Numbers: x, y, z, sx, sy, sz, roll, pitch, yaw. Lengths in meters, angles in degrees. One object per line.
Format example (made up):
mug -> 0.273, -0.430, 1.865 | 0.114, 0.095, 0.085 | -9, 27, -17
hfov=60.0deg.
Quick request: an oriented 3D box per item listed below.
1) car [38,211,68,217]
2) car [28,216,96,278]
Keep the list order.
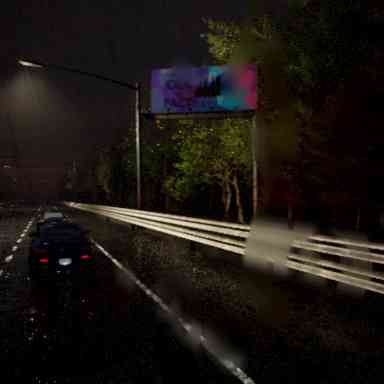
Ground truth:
car -> -9.675, 2.016, 23.195 | 1.994, 1.385, 4.181 | -1, -1, -24
car -> -4.330, 1.743, 11.032 | 1.812, 1.442, 4.674 | -1, -1, -24
